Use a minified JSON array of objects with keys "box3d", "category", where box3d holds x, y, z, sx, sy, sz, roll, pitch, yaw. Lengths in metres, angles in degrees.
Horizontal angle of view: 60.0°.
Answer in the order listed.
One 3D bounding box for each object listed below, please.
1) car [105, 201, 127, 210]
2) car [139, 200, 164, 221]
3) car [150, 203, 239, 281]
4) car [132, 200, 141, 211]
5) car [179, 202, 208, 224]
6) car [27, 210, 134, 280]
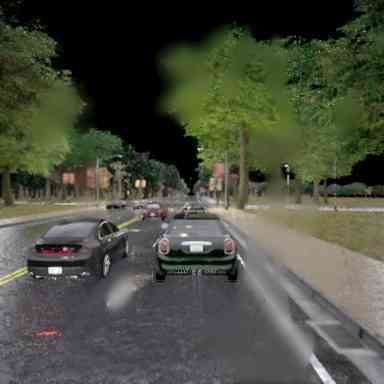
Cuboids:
[{"box3d":[-9.744,1.780,43.084,1.895,1.301,4.718,0,0,1],"category":"car"},{"box3d":[-3.114,1.638,28.702,1.812,1.442,4.674,0,0,0],"category":"car"},{"box3d":[0.114,1.386,10.105,2.097,1.767,4.553,0,0,0],"category":"car"},{"box3d":[-6.491,1.745,43.390,1.994,1.385,4.181,0,0,1],"category":"car"},{"box3d":[0.135,1.596,26.608,2.128,1.511,4.902,0,0,0],"category":"car"},{"box3d":[-3.138,1.541,10.059,1.837,1.490,4.892,0,0,0],"category":"car"}]
